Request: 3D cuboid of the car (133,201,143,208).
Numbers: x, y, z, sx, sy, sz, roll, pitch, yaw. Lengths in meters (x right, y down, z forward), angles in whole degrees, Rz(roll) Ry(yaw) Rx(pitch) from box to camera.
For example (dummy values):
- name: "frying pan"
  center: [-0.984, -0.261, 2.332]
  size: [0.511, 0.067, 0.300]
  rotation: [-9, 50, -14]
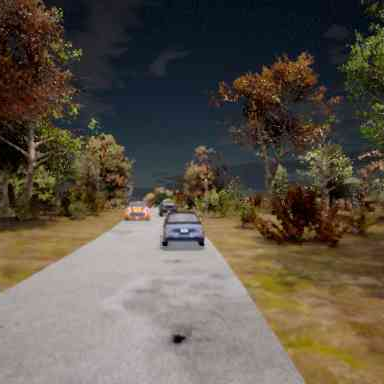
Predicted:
- name: "car"
  center: [-11.193, 2.521, 68.878]
  size: [2.033, 1.411, 5.357]
  rotation: [0, -2, -10]

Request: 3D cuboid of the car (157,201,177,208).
- name: "car"
  center: [-2.670, 1.800, 36.363]
  size: [1.837, 1.490, 4.892]
  rotation: [0, -1, -8]

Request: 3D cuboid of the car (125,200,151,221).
- name: "car"
  center: [-4.666, 1.527, 28.940]
  size: [2.097, 1.767, 4.553]
  rotation: [0, -1, -7]

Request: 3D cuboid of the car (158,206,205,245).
- name: "car"
  center: [-0.470, 1.599, 15.715]
  size: [2.033, 1.411, 5.357]
  rotation: [0, 0, -4]
